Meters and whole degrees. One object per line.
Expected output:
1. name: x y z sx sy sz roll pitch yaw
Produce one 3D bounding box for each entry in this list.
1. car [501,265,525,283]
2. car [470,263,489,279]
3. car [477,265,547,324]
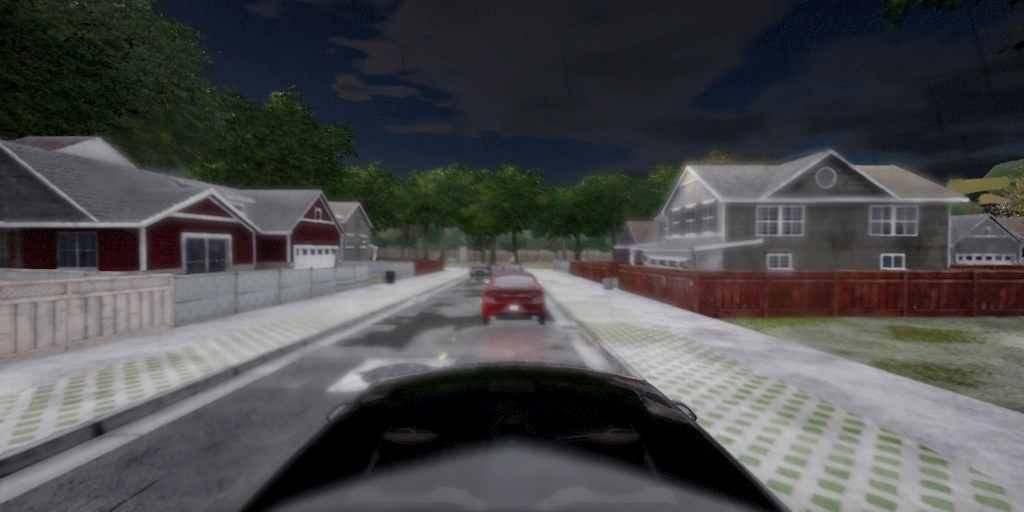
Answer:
1. car: 0.079 1.420 30.244 1.895 1.301 4.718 0 0 0
2. car: -2.855 1.391 34.131 1.994 1.385 4.181 0 0 0
3. car: 0.077 1.255 12.162 1.882 1.535 5.008 0 0 0
